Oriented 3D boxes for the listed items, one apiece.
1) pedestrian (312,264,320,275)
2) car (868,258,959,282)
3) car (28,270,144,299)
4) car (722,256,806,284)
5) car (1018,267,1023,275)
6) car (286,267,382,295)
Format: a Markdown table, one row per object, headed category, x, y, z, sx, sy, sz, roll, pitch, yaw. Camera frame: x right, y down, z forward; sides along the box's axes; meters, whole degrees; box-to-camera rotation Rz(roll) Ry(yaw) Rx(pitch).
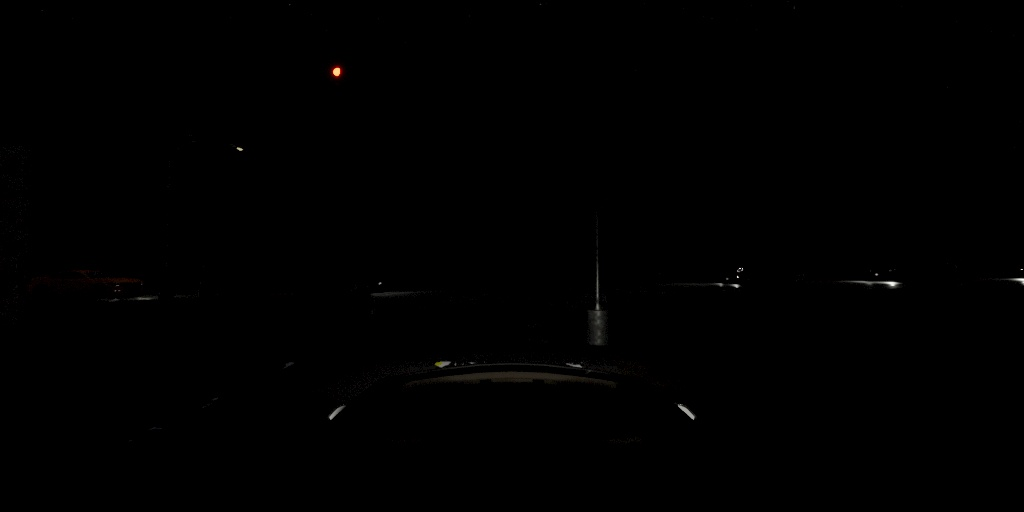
| category | x | y | z | sx | sy | sz | roll | pitch | yaw |
| --- | --- | --- | --- | --- | --- | --- | --- | --- | --- |
| pedestrian | -15.058 | 1.466 | 27.397 | 0.375 | 1.860 | 0.375 | 0 | -1 | 0 |
| car | 26.132 | 0.891 | 23.394 | 4.674 | 1.442 | 1.812 | -1 | -2 | 1 |
| car | -23.369 | 1.508 | 19.816 | 5.008 | 1.535 | 1.882 | -1 | -2 | 0 |
| car | 16.283 | 0.875 | 23.422 | 4.553 | 1.767 | 2.097 | -1 | -2 | 0 |
| car | 36.727 | 0.751 | 23.359 | 5.357 | 1.411 | 2.033 | -1 | -2 | 0 |
| car | -9.709 | 1.337 | 19.780 | 4.892 | 1.490 | 1.837 | -2 | -2 | 0 |
